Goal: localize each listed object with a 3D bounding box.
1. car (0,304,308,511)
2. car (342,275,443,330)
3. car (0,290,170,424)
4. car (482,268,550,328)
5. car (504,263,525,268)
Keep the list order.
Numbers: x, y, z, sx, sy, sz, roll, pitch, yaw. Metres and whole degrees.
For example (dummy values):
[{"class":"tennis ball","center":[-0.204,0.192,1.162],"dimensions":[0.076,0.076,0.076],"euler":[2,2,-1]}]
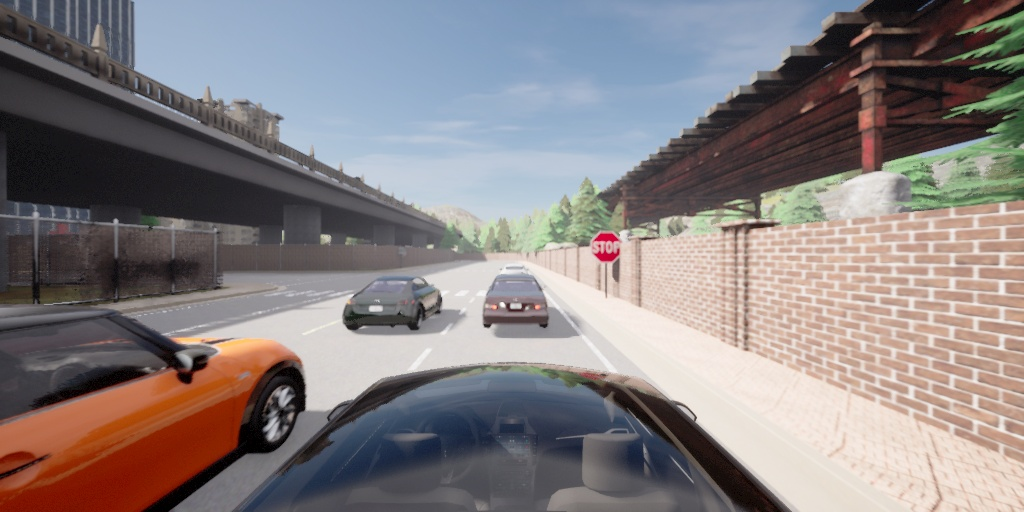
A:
[{"class":"car","center":[-3.401,1.100,2.280],"dimensions":[2.097,1.767,4.553],"euler":[0,0,0]},{"class":"car","center":[-3.400,1.280,10.977],"dimensions":[1.994,1.385,4.181],"euler":[0,0,0]},{"class":"car","center":[-7.084,1.305,4.288],"dimensions":[1.994,1.385,4.181],"euler":[0,0,0]},{"class":"car","center":[0.101,1.262,11.258],"dimensions":[2.033,1.411,5.357],"euler":[0,0,0]},{"class":"car","center":[0.161,1.198,23.063],"dimensions":[1.812,1.442,4.674],"euler":[0,0,0]}]
